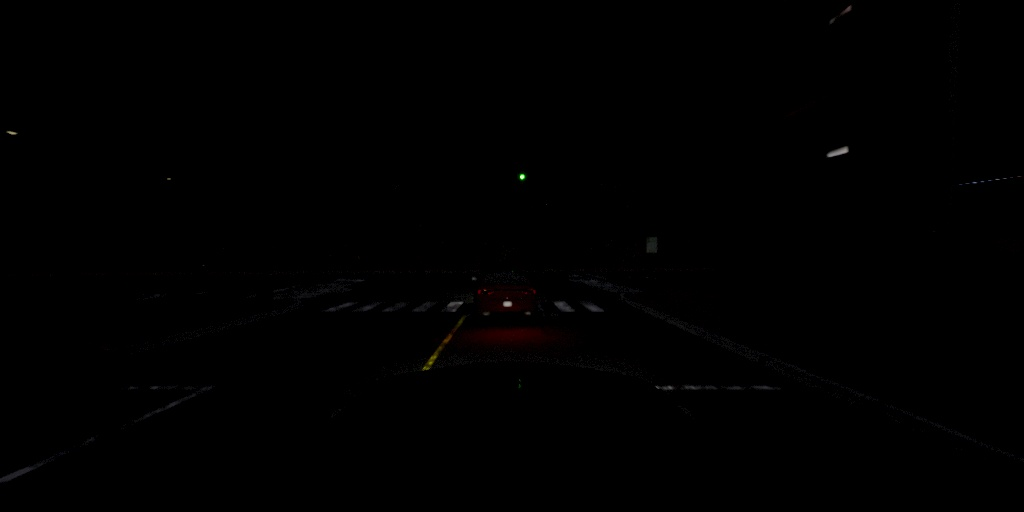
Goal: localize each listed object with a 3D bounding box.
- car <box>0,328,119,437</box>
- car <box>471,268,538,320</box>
[{"bbox_3d":[-5.788,1.322,2.792,1.802,1.307,4.207,0,0,0],"label":"car"},{"bbox_3d":[-0.344,1.132,12.184,1.882,1.535,5.008,0,0,-5],"label":"car"}]
